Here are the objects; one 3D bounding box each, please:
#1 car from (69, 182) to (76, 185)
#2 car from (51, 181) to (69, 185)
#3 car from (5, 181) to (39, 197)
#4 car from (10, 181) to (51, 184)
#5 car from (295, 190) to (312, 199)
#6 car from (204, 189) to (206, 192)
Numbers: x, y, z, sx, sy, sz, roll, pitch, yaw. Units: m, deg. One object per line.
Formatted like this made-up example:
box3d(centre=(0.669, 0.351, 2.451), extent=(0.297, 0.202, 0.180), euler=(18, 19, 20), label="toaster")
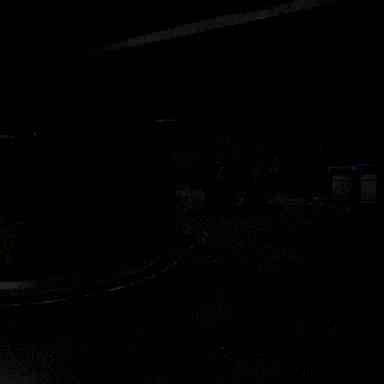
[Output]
box3d(centre=(-25.450, -1.285, 68.081), extent=(4.605, 1.855, 1.932), euler=(2, 2, 35), label="car")
box3d(centre=(-26.788, -1.260, 65.469), extent=(3.866, 1.878, 1.905), euler=(2, 2, 35), label="car")
box3d(centre=(-21.776, -0.468, 42.440), extent=(4.605, 1.855, 1.932), euler=(2, 2, 35), label="car")
box3d(centre=(-17.244, -0.181, 35.223), extent=(3.866, 1.878, 1.905), euler=(2, 2, 35), label="car")
box3d(centre=(19.182, 0.438, 57.181), extent=(1.812, 1.442, 4.674), euler=(2, 2, 36), label="car")
box3d(centre=(4.875, -0.314, 65.613), extent=(5.027, 1.636, 2.152), euler=(2, 2, 35), label="car")
